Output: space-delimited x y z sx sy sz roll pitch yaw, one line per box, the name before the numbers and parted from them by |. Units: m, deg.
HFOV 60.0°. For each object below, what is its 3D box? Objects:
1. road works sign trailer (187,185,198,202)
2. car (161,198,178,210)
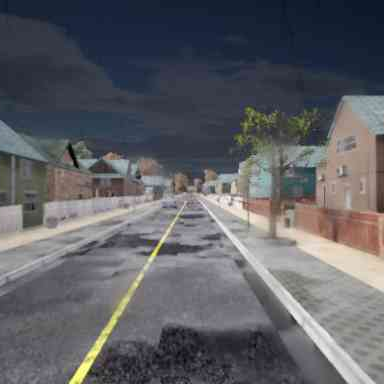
road works sign trailer | 0.049 0.339 72.386 2.380 3.560 2.880 1 -1 0
car | -2.829 1.542 42.708 1.812 1.442 4.674 0 0 0
